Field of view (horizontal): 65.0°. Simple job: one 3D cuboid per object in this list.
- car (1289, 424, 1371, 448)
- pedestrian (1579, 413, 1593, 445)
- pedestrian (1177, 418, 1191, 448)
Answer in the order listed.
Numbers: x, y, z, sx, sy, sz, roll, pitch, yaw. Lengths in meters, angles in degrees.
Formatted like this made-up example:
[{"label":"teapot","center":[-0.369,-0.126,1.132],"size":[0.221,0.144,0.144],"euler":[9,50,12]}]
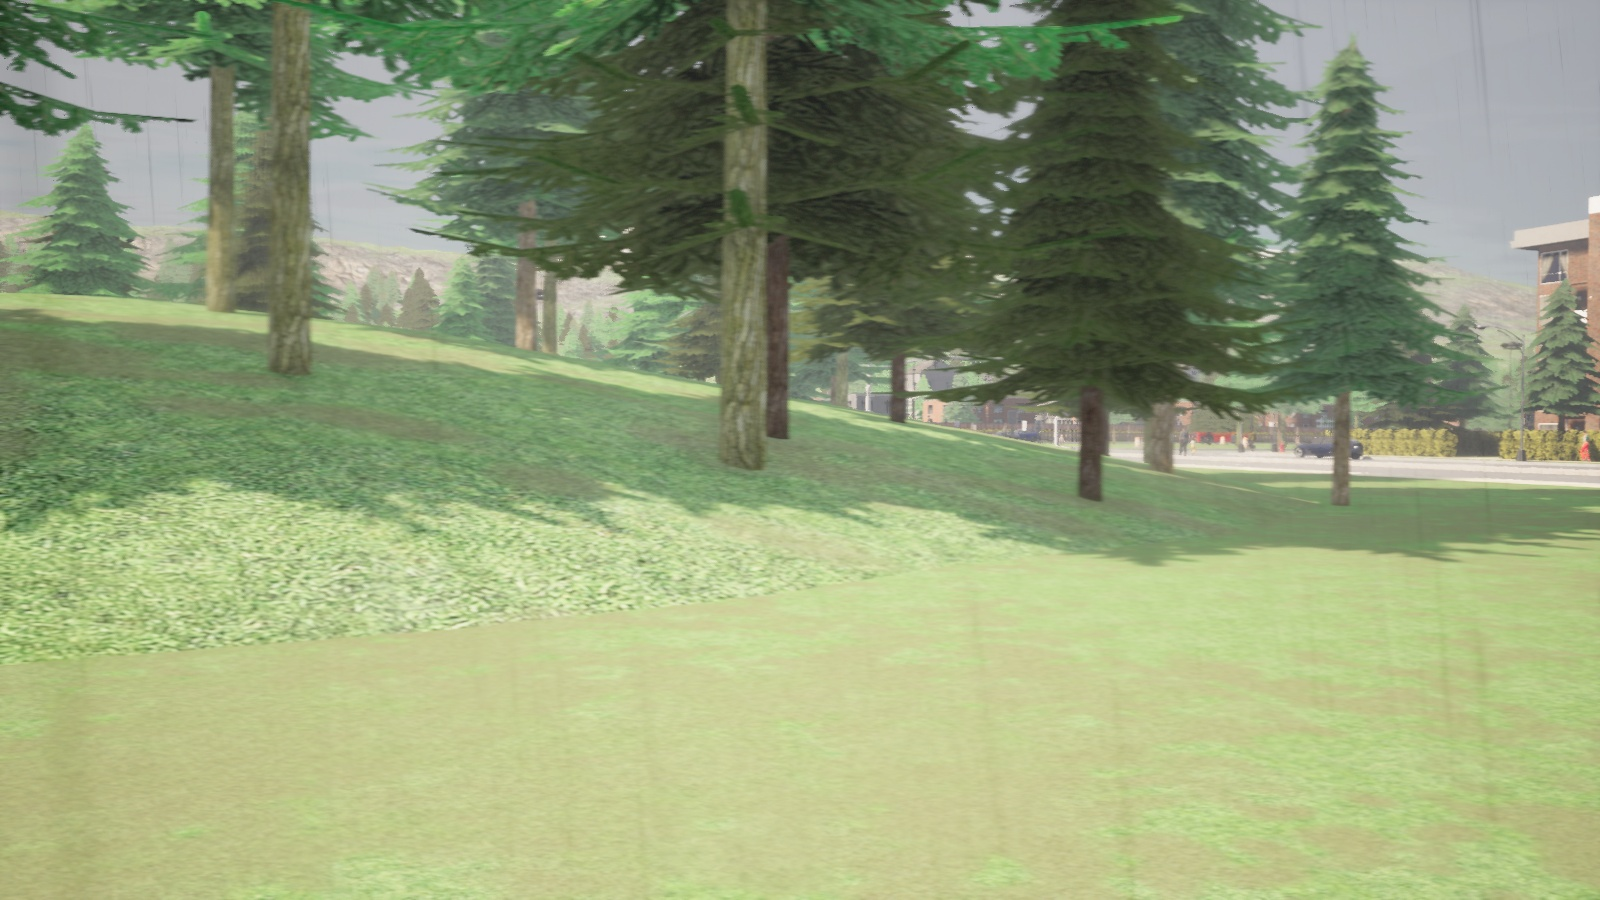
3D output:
[{"label":"car","center":[34.438,-0.904,81.698],"size":[2.163,1.488,4.792],"euler":[-1,1,-21]},{"label":"pedestrian","center":[45.285,-1.231,72.382],"size":[0.345,1.836,0.594],"euler":[-1,1,-21]},{"label":"pedestrian","center":[23.340,-1.038,76.357],"size":[0.540,1.848,0.694],"euler":[-1,1,-11]}]
